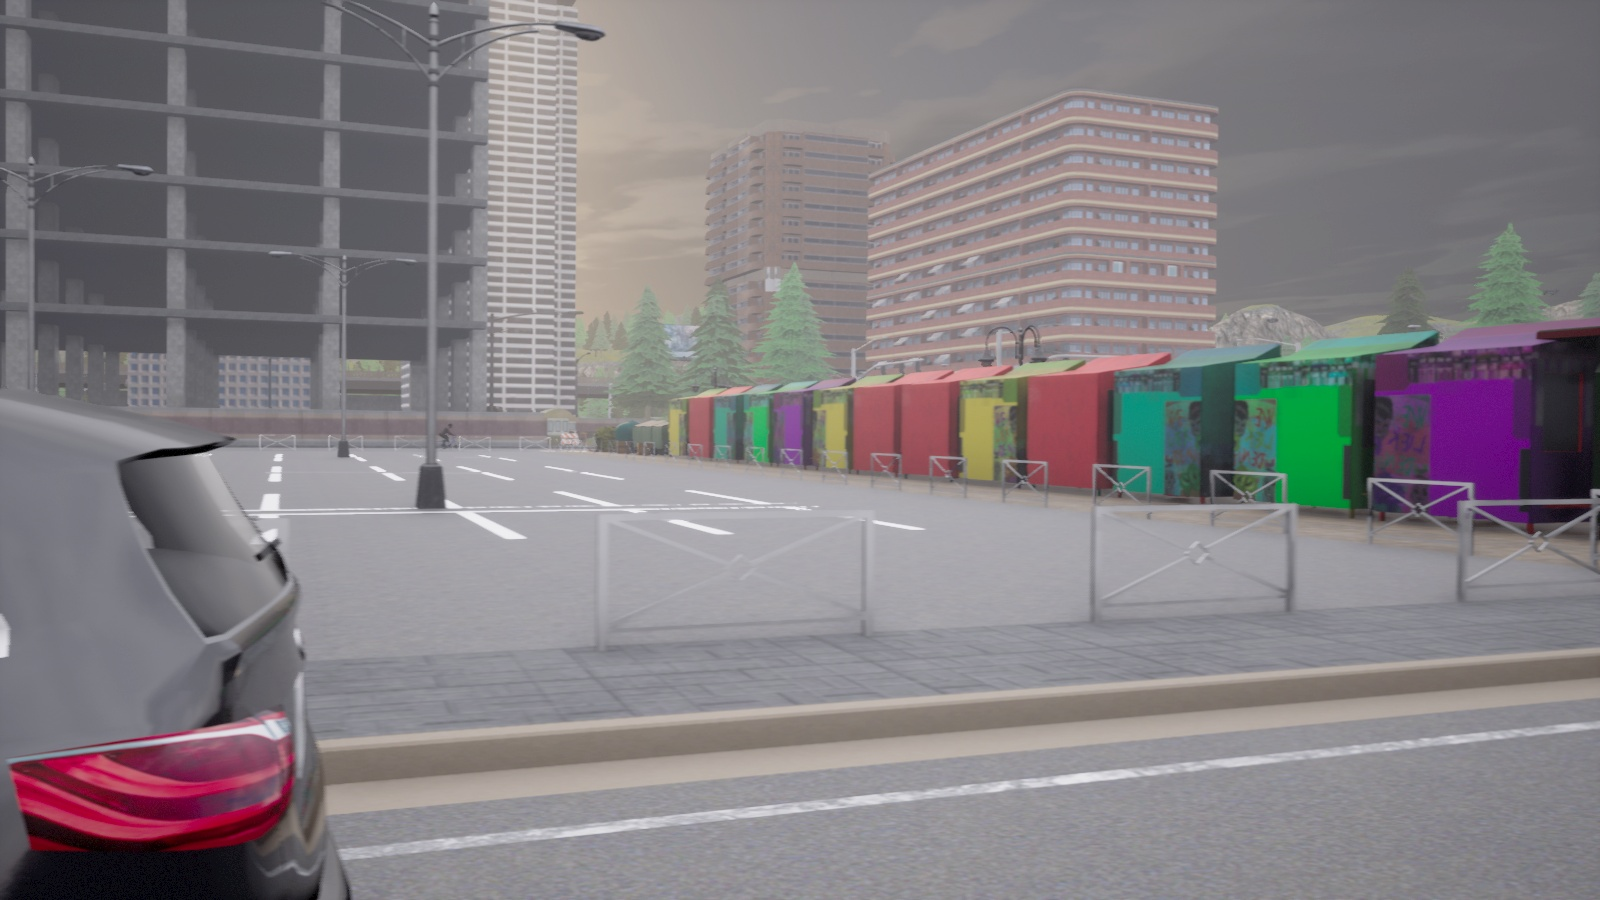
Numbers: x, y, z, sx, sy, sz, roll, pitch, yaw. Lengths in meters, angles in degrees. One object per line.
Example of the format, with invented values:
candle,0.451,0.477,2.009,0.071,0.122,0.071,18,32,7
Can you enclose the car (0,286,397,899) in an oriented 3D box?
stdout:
car,-3.137,0.642,2.046,4.611,1.667,2.242,-1,1,-21
